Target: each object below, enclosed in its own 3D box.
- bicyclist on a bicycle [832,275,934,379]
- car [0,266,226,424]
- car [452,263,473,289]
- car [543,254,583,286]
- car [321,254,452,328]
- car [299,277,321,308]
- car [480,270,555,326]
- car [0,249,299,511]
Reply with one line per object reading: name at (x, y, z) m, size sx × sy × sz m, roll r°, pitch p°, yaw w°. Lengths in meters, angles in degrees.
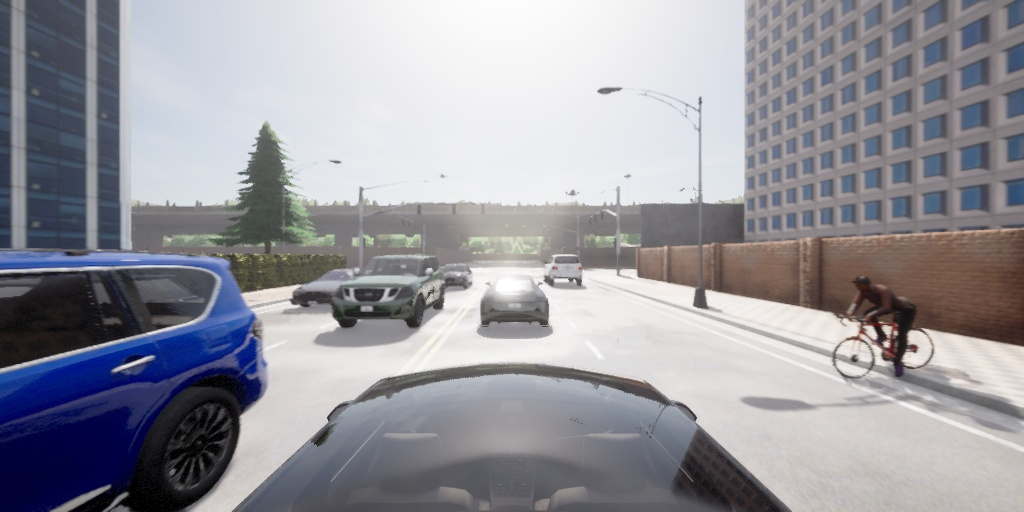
bicyclist on a bicycle at (5.868, 1.102, 5.737) m, size 1.656 × 1.620 × 0.582 m, roll -9°, pitch 0°, yaw 0°
car at (-7.100, 1.098, 5.316) m, size 2.097 × 1.767 × 4.553 m, roll 0°, pitch 0°, yaw 0°
car at (-3.535, 1.229, 22.655) m, size 1.837 × 1.490 × 4.892 m, roll 0°, pitch 0°, yaw 0°
car at (3.461, 0.912, 24.962) m, size 2.150 × 2.045 × 5.566 m, roll 0°, pitch 0°, yaw 0°
car at (-3.604, 0.949, 11.661) m, size 2.150 × 2.045 × 5.566 m, roll 0°, pitch 0°, yaw 0°
car at (-7.098, 1.269, 15.429) m, size 2.033 × 1.411 × 5.357 m, roll 0°, pitch 0°, yaw 0°
car at (0.077, 1.290, 11.551) m, size 1.994 × 1.385 × 4.181 m, roll 0°, pitch 0°, yaw 0°
car at (-3.597, 0.975, 1.415) m, size 2.150 × 2.045 × 5.566 m, roll 0°, pitch 0°, yaw 0°
